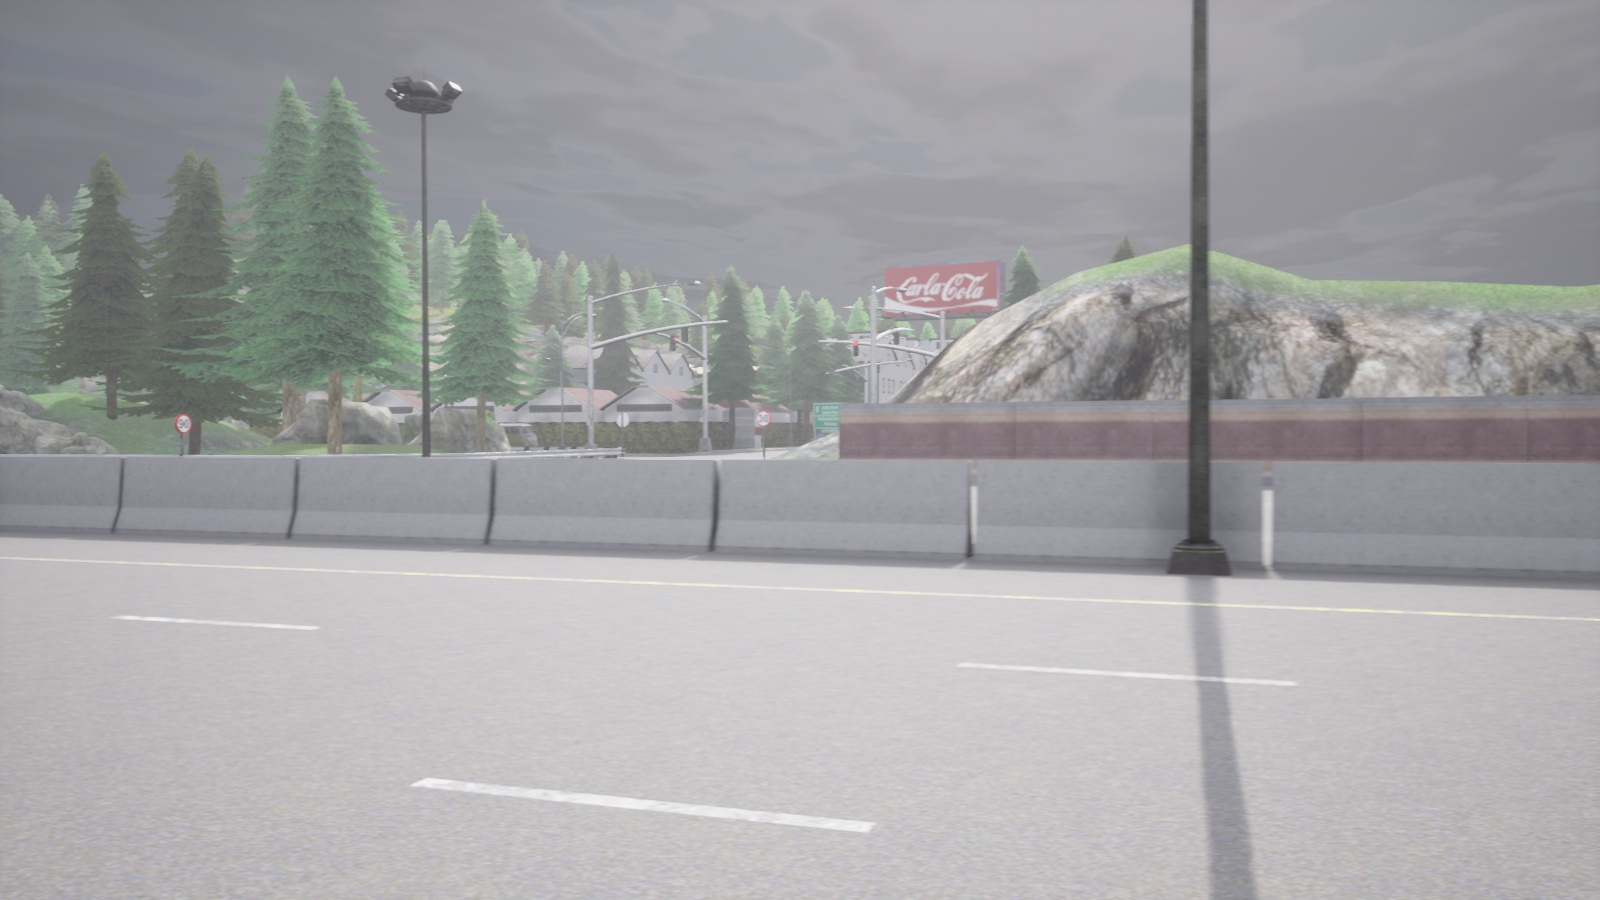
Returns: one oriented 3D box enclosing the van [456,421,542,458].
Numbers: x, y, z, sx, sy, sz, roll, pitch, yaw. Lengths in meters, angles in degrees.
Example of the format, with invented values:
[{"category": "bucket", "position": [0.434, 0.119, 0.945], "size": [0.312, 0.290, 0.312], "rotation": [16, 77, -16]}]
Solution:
[{"category": "van", "position": [-16.832, -0.613, 70.229], "size": [4.442, 1.987, 1.775], "rotation": [1, 1, 19]}]
